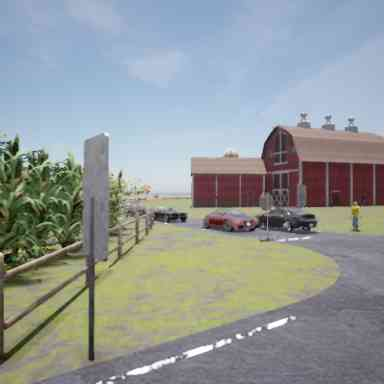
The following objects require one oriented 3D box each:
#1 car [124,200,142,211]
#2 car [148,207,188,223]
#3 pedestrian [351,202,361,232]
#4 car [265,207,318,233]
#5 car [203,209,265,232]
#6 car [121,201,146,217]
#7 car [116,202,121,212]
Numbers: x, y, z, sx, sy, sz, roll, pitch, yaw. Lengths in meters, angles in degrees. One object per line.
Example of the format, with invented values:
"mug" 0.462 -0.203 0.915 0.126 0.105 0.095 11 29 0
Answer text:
"car" -9.599 2.175 53.960 2.097 1.767 4.553 1 -1 -21
"car" -2.143 1.998 30.092 1.895 1.301 4.718 1 -1 -27
"pedestrian" 10.081 1.489 20.515 0.375 1.860 0.375 0 0 -32
"car" 5.827 1.741 21.739 1.837 1.490 4.892 1 -2 -30
"car" 2.453 1.805 21.866 1.994 1.385 4.181 1 -1 -29
"car" -6.457 2.121 38.851 1.994 1.385 4.181 1 -1 -25
"car" -10.539 2.072 48.268 2.097 1.767 4.553 1 -1 -22
